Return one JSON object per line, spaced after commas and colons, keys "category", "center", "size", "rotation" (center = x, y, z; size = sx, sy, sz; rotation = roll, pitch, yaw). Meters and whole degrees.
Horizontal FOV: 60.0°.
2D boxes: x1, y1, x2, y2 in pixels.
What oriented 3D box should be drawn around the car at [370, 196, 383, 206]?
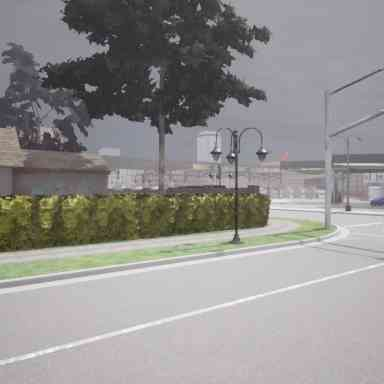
{"category": "car", "center": [28.512, 1.295, 48.482], "size": [2.242, 1.667, 4.611], "rotation": [0, 0, -35]}
